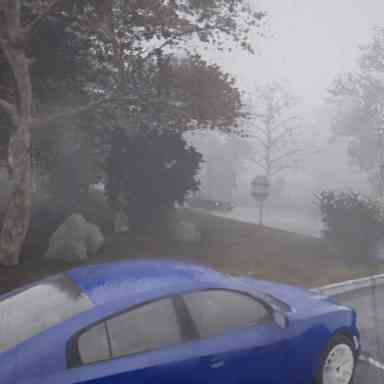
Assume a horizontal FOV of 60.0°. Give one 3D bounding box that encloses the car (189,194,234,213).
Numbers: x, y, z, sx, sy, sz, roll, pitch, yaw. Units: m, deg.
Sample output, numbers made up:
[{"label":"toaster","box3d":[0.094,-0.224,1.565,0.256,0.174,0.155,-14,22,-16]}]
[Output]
[{"label":"car","box3d":[1.445,0.891,27.574,1.895,1.301,4.718,3,2,-30]}]
